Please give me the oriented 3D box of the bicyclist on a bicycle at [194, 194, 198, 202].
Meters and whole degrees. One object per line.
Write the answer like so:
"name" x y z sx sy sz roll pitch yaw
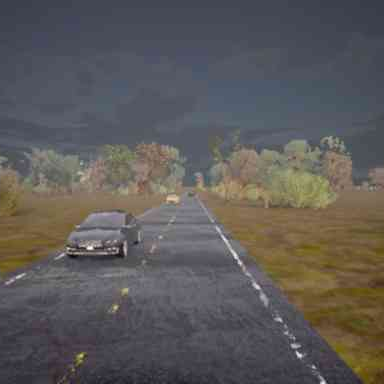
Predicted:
"bicyclist on a bicycle" 0.828 1.116 62.232 0.866 1.612 1.509 0 0 0

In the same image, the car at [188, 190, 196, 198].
"car" 0.008 0.553 90.238 2.150 2.045 5.566 0 0 0

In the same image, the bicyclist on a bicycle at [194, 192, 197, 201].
"bicyclist on a bicycle" 0.831 0.998 71.189 0.659 1.776 1.843 0 1 0

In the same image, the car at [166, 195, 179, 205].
"car" -3.064 1.210 52.921 1.882 1.535 5.008 0 0 0

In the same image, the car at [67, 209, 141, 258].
"car" -3.099 1.446 12.529 1.837 1.490 4.892 0 0 0
